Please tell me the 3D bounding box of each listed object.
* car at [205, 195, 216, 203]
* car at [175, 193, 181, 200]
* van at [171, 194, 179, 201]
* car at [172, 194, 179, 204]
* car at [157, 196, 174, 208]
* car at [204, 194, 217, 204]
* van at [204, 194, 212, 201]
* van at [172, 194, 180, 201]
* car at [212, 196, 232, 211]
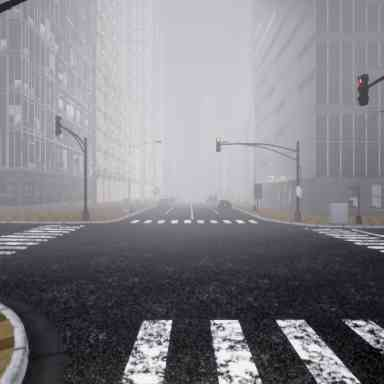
[{"bbox_3d":[3.843,1.432,69.461,1.967,1.590,4.097,0,0,0],"label":"car"},{"bbox_3d":[-4.054,1.426,74.964,1.967,1.590,4.097,0,0,0],"label":"car"},{"bbox_3d":[-4.071,1.321,80.492,1.690,1.788,3.998,0,0,0],"label":"van"},{"bbox_3d":[-4.020,1.564,63.909,1.947,1.339,4.313,0,0,0],"label":"car"},{"bbox_3d":[-3.970,1.592,47.326,1.802,1.307,4.206,0,0,0],"label":"car"},{"bbox_3d":[3.860,1.313,63.932,2.192,1.841,5.009,0,0,0],"label":"car"},{"bbox_3d":[3.809,1.321,80.516,1.690,1.788,3.998,0,0,0],"label":"van"},{"bbox_3d":[-4.088,1.315,86.019,1.690,1.788,3.998,0,0,0],"label":"van"},{"bbox_3d":[3.976,1.579,41.824,1.947,1.339,4.313,0,0,0],"label":"car"}]
